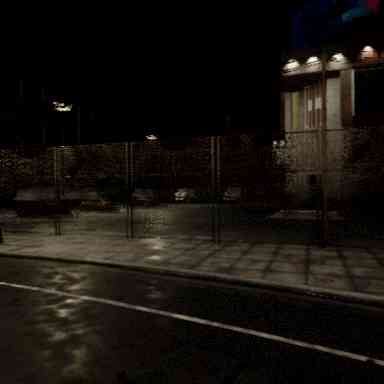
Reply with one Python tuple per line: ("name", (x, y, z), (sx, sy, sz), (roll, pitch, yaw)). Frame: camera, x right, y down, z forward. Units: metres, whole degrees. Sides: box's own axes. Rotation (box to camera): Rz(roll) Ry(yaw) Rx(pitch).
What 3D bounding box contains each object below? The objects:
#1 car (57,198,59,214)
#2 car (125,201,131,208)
("car", (-13.225, 1.302, 29.278), (4.553, 1.767, 2.185), (0, 0, 20))
("car", (-7.327, 1.557, 46.392), (4.718, 1.301, 1.895), (0, 0, 20))
